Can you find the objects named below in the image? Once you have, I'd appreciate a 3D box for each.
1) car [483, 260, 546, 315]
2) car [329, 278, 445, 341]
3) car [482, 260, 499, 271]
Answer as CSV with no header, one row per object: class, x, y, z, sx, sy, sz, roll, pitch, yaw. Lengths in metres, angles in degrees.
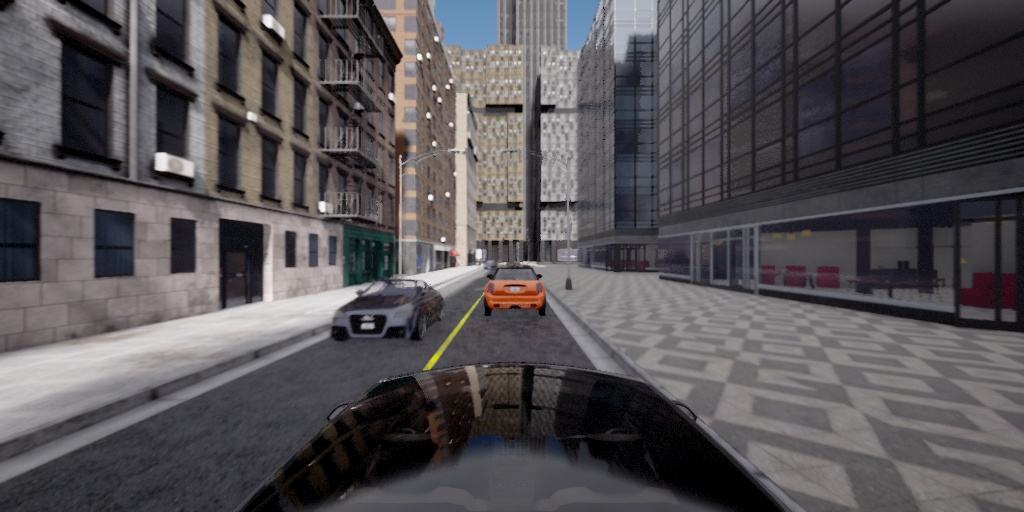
car,0.101,1.103,13.777,2.097,1.767,4.553,0,0,0
car,-3.098,1.314,9.699,1.994,1.385,4.181,0,0,0
car,-3.060,1.305,52.068,2.033,1.411,5.357,0,0,0
